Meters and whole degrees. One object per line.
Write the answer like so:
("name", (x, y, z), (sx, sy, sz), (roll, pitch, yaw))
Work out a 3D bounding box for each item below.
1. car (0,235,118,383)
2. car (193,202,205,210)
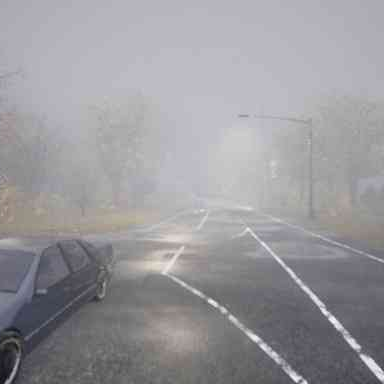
("car", (-2.789, 1.485, 5.391), (2.033, 1.411, 5.357), (1, 1, 5))
("car", (1.357, 2.460, 60.575), (2.033, 1.411, 5.357), (-1, -1, 4))
